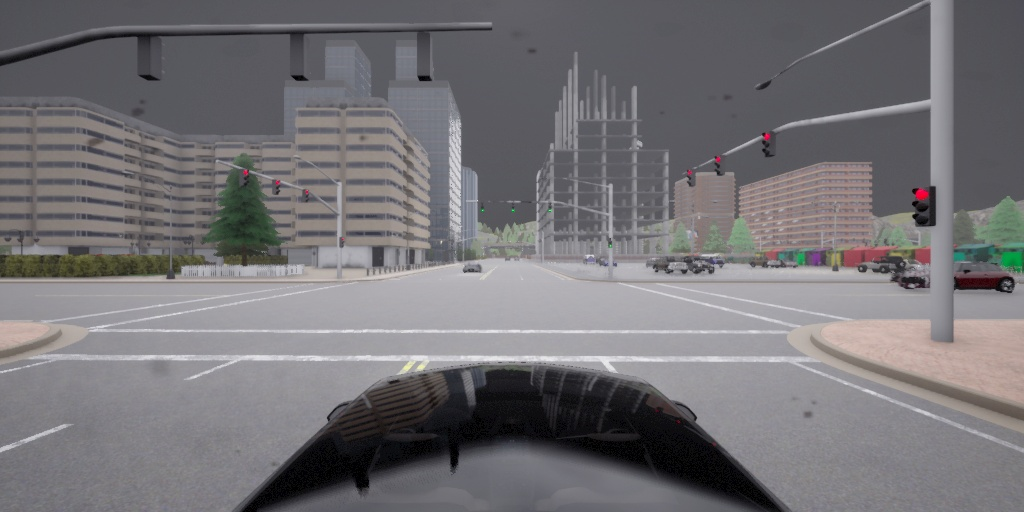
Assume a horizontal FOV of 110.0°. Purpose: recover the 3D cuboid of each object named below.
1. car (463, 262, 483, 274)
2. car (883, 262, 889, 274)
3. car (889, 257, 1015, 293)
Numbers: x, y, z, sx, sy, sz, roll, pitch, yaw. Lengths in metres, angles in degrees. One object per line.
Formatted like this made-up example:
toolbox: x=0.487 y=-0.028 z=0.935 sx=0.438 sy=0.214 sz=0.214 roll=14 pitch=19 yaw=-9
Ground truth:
car: x=-4.433 y=1.375 z=40.934 sx=1.994 sy=1.385 sz=4.181 roll=0 pitch=1 yaw=0
car: x=28.252 y=1.297 z=23.482 sx=5.357 sy=1.411 sz=2.033 roll=0 pitch=0 yaw=1
car: x=24.668 y=1.103 z=20.056 sx=4.553 sy=1.767 sz=2.097 roll=0 pitch=0 yaw=1
